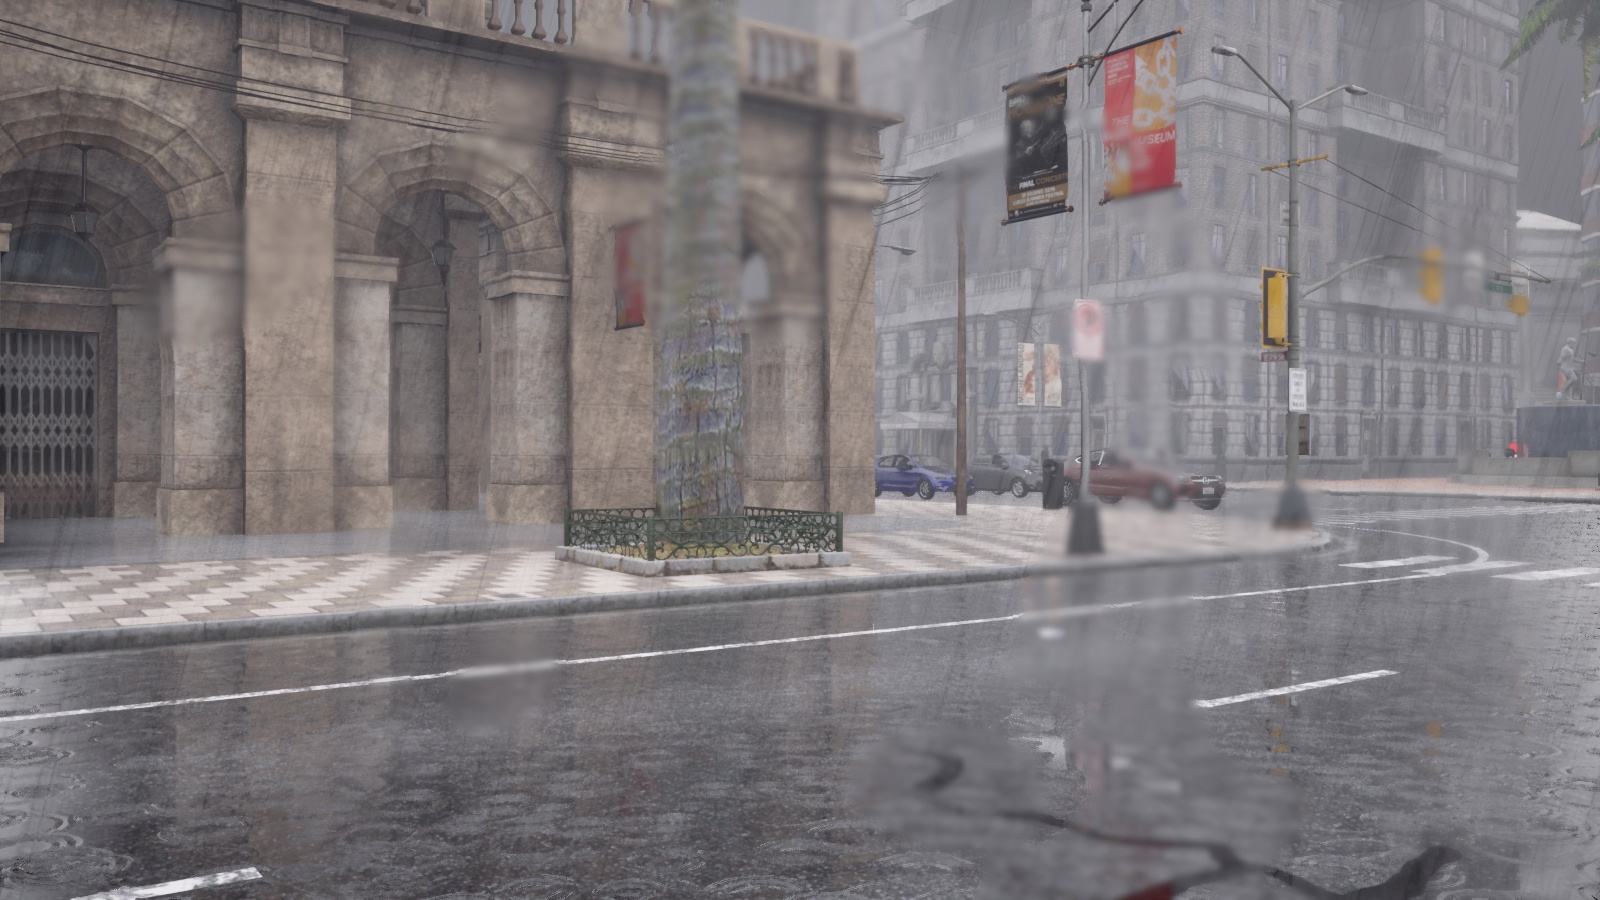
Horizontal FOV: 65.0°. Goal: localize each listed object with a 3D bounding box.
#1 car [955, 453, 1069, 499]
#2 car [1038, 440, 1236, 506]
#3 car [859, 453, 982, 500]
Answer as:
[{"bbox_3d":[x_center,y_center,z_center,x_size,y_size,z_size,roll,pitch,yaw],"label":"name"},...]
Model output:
[{"bbox_3d":[7.234,0.849,43.140,1.845,1.501,3.633,0,0,-35],"label":"car"},{"bbox_3d":[9.144,0.588,34.468,2.152,1.651,5.027,0,0,-35],"label":"car"},{"bbox_3d":[3.948,0.852,41.834,1.816,1.474,4.193,0,0,-34],"label":"car"}]
